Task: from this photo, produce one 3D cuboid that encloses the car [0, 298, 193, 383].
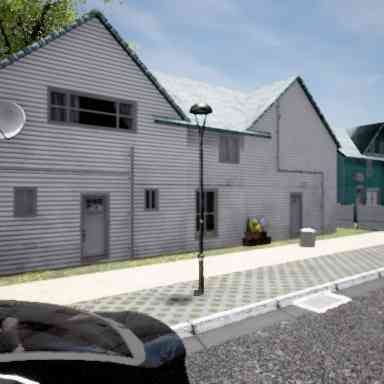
[{"bbox_3d":[-2.174,1.507,1.523,4.892,1.490,1.837,0,0,-35],"label":"car"}]
